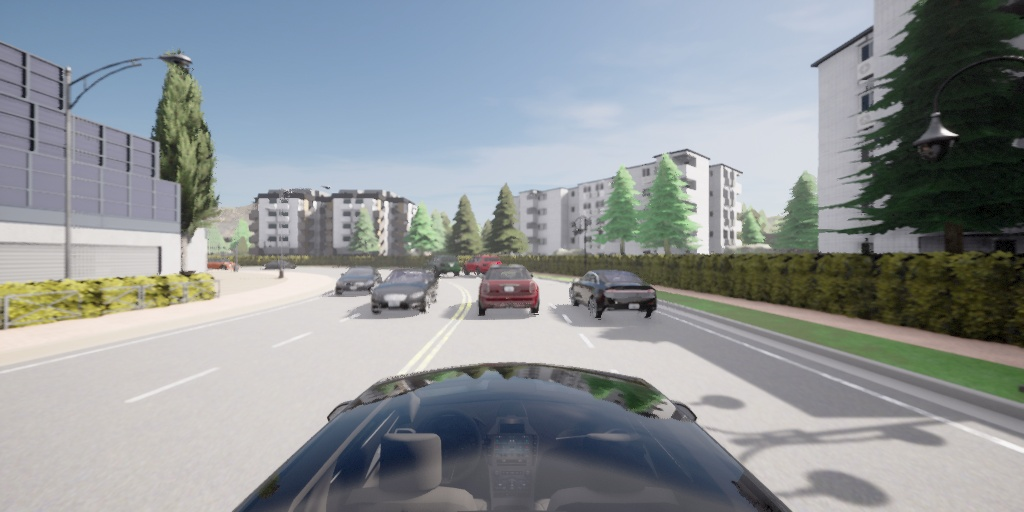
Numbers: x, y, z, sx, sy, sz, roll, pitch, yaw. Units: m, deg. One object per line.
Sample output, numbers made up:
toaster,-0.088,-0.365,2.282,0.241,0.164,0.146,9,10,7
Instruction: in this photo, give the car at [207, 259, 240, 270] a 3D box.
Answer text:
car,-40.463,1.144,49.960,4.553,1.767,2.097,0,0,8

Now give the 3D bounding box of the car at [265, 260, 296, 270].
car,-33.403,1.318,51.834,4.181,1.385,1.994,0,0,18

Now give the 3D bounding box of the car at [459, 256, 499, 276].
car,-3.005,0.979,35.589,2.150,2.045,5.566,0,0,-29

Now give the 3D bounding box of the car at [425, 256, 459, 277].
car,-6.995,0.978,35.531,2.150,2.045,5.566,0,0,-31

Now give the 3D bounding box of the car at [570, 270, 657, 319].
car,3.384,1.245,12.815,2.128,1.511,4.902,0,0,-4

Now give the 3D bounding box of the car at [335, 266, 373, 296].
car,-8.155,1.278,19.538,1.812,1.442,4.674,0,0,-13

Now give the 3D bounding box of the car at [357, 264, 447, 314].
car,-3.924,1.244,13.800,2.128,1.511,4.902,0,0,-5

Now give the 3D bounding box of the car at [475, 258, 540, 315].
car,-0.226,1.105,13.846,2.097,1.767,4.553,0,0,-4
